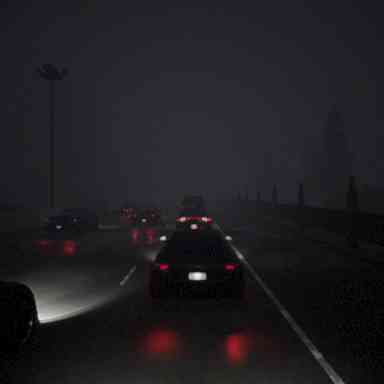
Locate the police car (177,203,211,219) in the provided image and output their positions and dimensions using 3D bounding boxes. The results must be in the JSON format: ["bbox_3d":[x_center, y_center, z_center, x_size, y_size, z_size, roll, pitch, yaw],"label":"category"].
[{"bbox_3d":[0.104,1.608,19.362,2.038,1.542,4.974,0,-1,0],"label":"police car"}]

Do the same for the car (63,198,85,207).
[{"bbox_3d":[-21.058,1.816,59.639,2.128,1.511,4.902,0,0,0],"label":"car"}]

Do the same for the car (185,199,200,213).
[{"bbox_3d":[0.109,1.685,42.132,1.801,1.575,5.366,0,0,0],"label":"car"}]

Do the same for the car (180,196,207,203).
[{"bbox_3d":[0.106,1.382,29.425,2.150,2.045,5.566,0,0,0],"label":"car"}]

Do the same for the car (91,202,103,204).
[{"bbox_3d":[-14.079,1.824,50.723,2.033,1.411,5.357,0,0,0],"label":"car"}]

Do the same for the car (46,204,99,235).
[{"bbox_3d":[-6.896,1.632,19.511,1.812,1.442,4.674,0,0,0],"label":"car"}]

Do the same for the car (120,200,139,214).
[{"bbox_3d":[-6.893,1.710,37.948,1.837,1.490,4.892,0,-1,0],"label":"car"}]

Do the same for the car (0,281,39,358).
[{"bbox_3d":[-3.401,1.584,3.550,1.994,1.385,4.181,0,0,0],"label":"car"}]

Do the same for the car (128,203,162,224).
[{"bbox_3d":[-3.395,1.741,25.824,1.895,1.301,4.718,0,0,0],"label":"car"}]

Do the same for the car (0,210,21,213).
[{"bbox_3d":[-17.596,1.713,30.265,2.033,1.411,5.357,0,0,0],"label":"car"}]

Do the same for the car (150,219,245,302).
[{"bbox_3d":[0.101,1.610,8.419,1.994,1.385,4.181,0,0,0],"label":"car"}]
